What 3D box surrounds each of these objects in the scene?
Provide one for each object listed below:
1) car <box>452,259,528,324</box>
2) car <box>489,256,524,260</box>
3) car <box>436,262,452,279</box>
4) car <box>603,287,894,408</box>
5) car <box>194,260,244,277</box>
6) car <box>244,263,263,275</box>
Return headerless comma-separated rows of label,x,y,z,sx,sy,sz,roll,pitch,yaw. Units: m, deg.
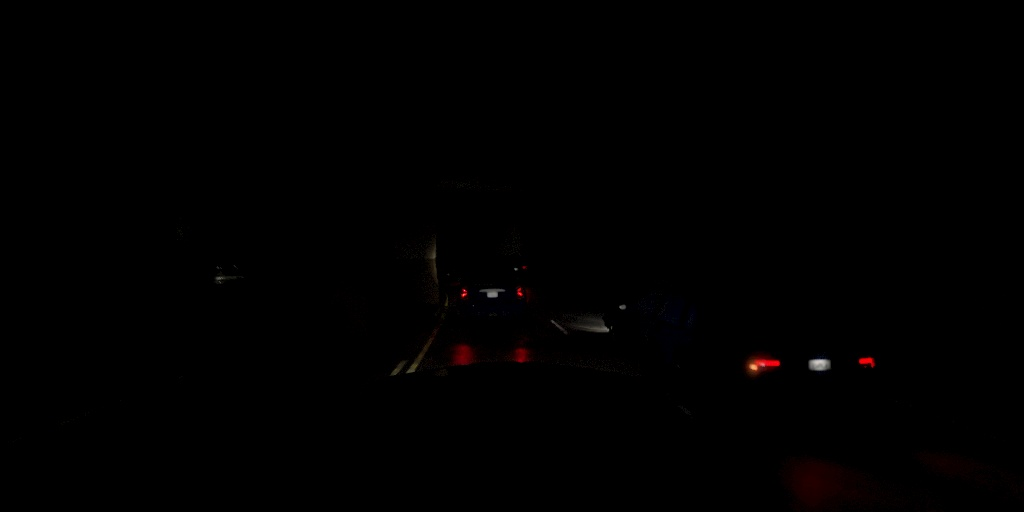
car,-0.779,1.111,12.186,2.097,1.767,4.553,0,0,-6
car,-0.738,0.988,26.725,2.150,2.045,5.566,0,0,-21
car,-5.985,1.269,29.493,1.882,1.535,5.008,0,0,-27
car,3.329,1.285,6.576,2.033,1.411,5.357,0,0,-4
car,-31.386,1.262,38.141,4.553,1.767,2.097,0,0,21
car,-28.164,1.445,40.623,5.357,1.411,2.033,0,0,24
